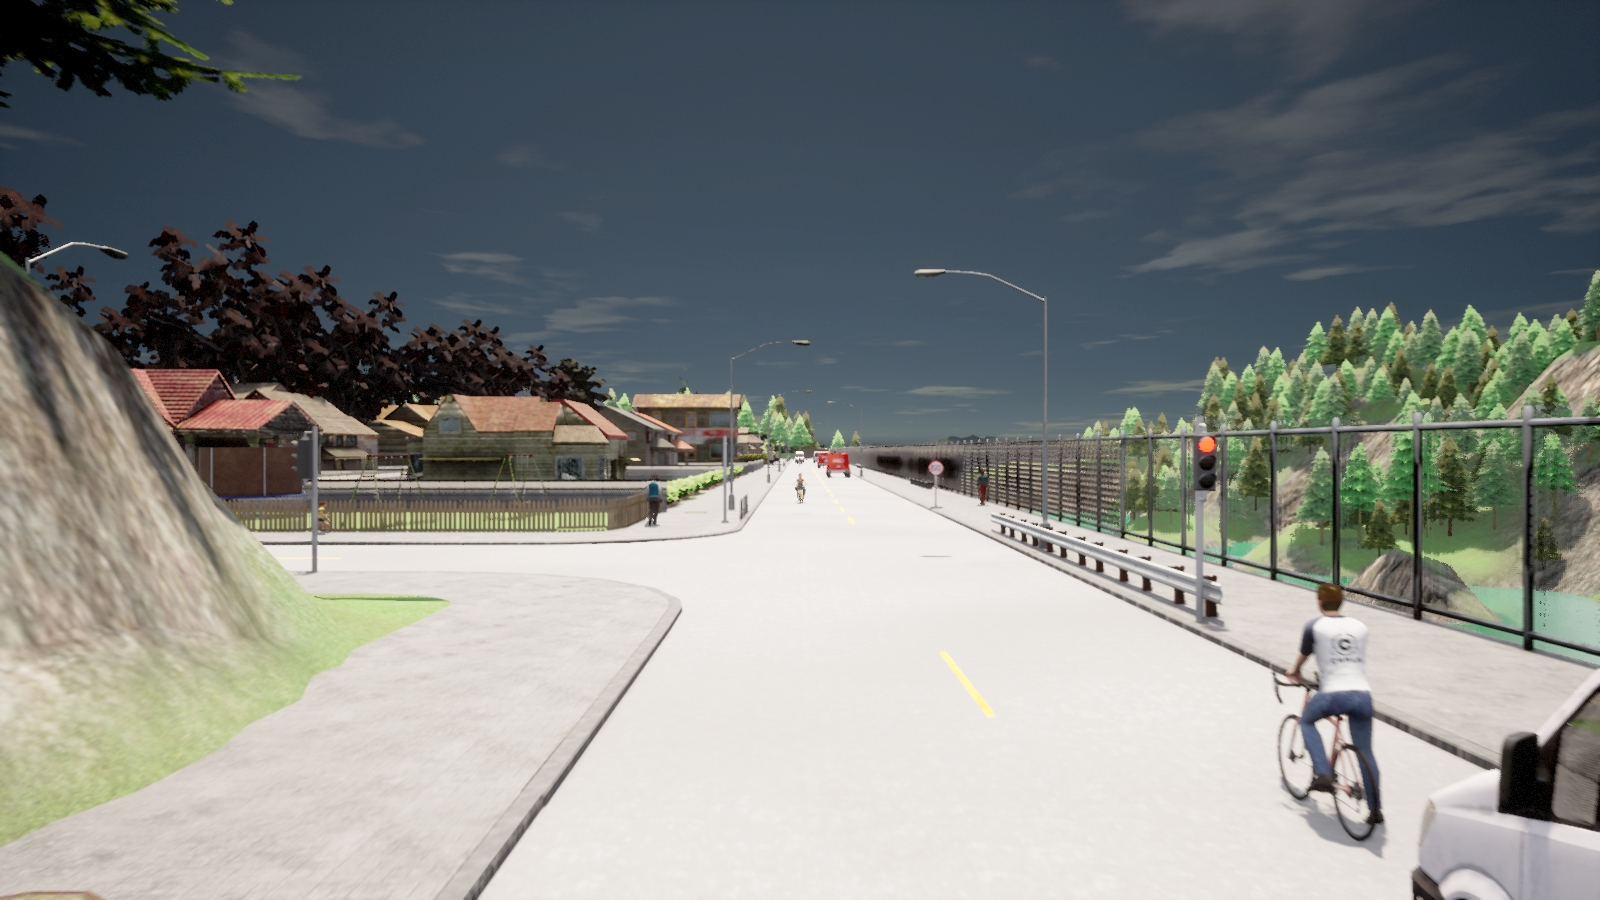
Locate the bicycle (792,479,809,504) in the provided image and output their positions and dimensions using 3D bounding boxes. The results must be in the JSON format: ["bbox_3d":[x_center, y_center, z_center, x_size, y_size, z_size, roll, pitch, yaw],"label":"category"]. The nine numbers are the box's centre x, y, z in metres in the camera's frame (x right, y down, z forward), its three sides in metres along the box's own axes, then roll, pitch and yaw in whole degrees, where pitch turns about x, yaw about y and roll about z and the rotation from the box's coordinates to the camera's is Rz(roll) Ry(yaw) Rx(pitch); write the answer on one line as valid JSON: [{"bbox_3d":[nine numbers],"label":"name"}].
[{"bbox_3d":[0.015,2.165,59.534,0.859,1.276,1.487,0,0,0],"label":"bicycle"}]

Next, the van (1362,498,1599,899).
[{"bbox_3d":[4.004,1.535,3.156,1.988,2.561,5.915,0,0,0],"label":"van"}]

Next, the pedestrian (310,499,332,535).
[{"bbox_3d":[-15.205,2.130,36.283,0.500,1.100,0.500,0,0,-3],"label":"pedestrian"}]

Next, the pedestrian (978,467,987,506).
[{"bbox_3d":[8.793,1.750,55.126,0.375,1.860,0.375,0,0,-2],"label":"pedestrian"}]

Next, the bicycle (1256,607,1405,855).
[{"bbox_3d":[3.996,2.057,8.722,0.373,1.496,1.643,0,0,0],"label":"bicycle"}]

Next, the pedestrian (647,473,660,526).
[{"bbox_3d":[-5.197,1.751,40.506,0.375,1.860,0.375,0,0,7],"label":"pedestrian"}]
